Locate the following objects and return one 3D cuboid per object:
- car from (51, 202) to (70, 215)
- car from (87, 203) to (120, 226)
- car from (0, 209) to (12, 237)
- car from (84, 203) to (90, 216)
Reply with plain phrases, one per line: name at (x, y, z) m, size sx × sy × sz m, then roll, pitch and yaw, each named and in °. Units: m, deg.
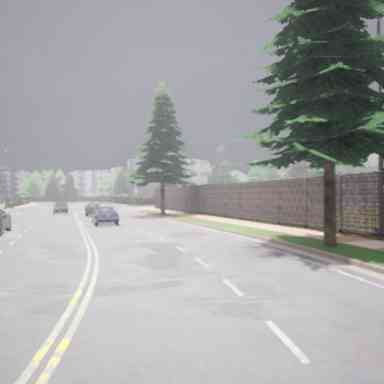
car at (-16.875, 2.108, 42.860) m, size 1.837 × 1.490 × 4.892 m, roll 0°, pitch -1°, yaw -21°
car at (-7.013, 1.859, 26.808) m, size 2.033 × 1.411 × 5.357 m, roll 0°, pitch -1°, yaw -20°
car at (-12.121, 1.772, 19.950) m, size 1.882 × 1.535 × 5.008 m, roll 0°, pitch -1°, yaw -21°
car at (-11.422, 2.007, 38.576) m, size 2.033 × 1.411 × 5.357 m, roll 0°, pitch -1°, yaw -21°
